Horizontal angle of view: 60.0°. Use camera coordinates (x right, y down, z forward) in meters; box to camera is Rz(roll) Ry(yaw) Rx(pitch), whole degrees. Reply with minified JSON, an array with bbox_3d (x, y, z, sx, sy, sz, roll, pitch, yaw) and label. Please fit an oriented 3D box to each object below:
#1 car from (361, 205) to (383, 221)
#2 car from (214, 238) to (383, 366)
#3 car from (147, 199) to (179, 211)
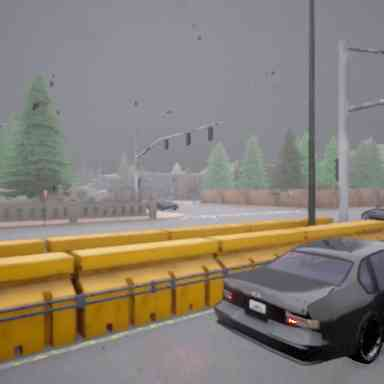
[{"bbox_3d":[13.298,1.534,22.363,1.994,1.385,4.181,0,0,-3],"label":"car"},{"bbox_3d":[2.898,1.541,5.810,5.357,1.411,2.033,0,0,-36],"label":"car"},{"bbox_3d":[-3.675,1.521,40.536,2.033,1.411,5.357,0,0,-35],"label":"car"}]
